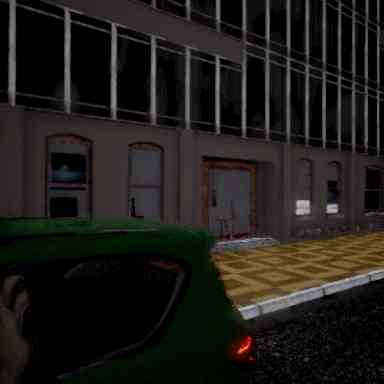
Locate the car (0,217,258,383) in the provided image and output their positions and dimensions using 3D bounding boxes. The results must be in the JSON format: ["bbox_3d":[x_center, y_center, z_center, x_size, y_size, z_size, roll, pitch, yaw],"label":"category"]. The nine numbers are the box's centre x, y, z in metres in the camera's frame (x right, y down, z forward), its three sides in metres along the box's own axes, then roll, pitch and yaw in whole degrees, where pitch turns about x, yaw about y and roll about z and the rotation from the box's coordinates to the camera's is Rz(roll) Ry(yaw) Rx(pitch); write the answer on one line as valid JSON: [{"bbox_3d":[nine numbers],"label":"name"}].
[{"bbox_3d":[-2.115,1.221,1.554,5.566,2.045,2.150,0,0,-35],"label":"car"}]
